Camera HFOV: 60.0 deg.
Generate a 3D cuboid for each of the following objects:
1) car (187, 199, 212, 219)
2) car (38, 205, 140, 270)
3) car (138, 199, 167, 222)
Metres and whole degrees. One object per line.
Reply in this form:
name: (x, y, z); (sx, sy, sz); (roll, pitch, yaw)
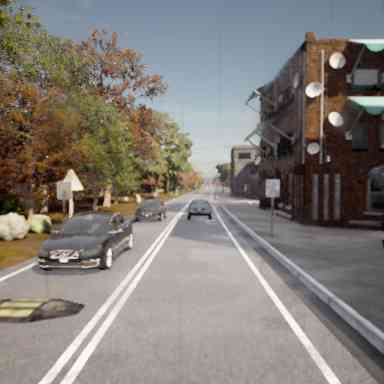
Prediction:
car: (0.606, 1.284, 26.232); (2.033, 1.411, 5.357); (0, 1, 2)
car: (-3.161, 1.417, 10.809); (1.837, 1.490, 4.892); (0, 1, 2)
car: (-2.874, 1.266, 24.105); (1.837, 1.490, 4.892); (0, 0, 2)
